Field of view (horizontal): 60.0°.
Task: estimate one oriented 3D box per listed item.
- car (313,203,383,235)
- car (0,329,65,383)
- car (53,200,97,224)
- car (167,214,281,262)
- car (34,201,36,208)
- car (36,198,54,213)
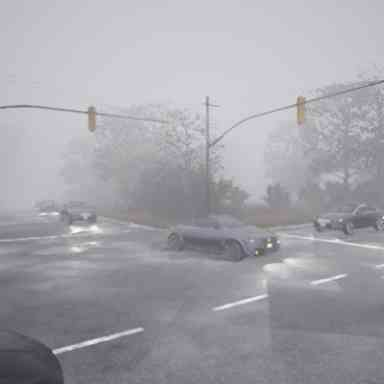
[{"bbox_3d":[8.731,1.390,18.350,4.902,1.511,2.128,0,0,-33],"label":"car"},{"bbox_3d":[-3.172,1.486,1.442,5.008,1.535,1.882,-1,0,-36],"label":"car"},{"bbox_3d":[-8.370,1.449,24.294,2.128,1.511,4.902,0,0,-32],"label":"car"},{"bbox_3d":[1.037,1.518,11.993,4.181,1.385,1.994,0,0,44],"label":"car"},{"bbox_3d":[-23.678,1.694,52.351,2.033,1.411,5.357,0,0,-25],"label":"car"},{"bbox_3d":[-16.117,1.576,37.573,1.994,1.385,4.181,0,0,-27],"label":"car"}]
